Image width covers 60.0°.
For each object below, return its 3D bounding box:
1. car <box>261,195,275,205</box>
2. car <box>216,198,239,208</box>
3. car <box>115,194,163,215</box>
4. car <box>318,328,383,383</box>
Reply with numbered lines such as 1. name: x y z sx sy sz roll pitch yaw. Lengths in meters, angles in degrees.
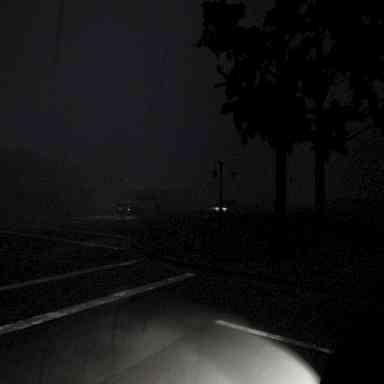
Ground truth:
1. car: 13.853 1.347 60.774 2.097 1.767 4.553 0 0 7
2. car: 5.263 1.576 49.142 1.994 1.385 4.181 0 0 34
3. car: -5.250 1.222 33.798 2.150 2.045 5.566 0 0 34
4. car: 2.887 1.564 1.913 4.181 1.385 1.994 0 0 36
